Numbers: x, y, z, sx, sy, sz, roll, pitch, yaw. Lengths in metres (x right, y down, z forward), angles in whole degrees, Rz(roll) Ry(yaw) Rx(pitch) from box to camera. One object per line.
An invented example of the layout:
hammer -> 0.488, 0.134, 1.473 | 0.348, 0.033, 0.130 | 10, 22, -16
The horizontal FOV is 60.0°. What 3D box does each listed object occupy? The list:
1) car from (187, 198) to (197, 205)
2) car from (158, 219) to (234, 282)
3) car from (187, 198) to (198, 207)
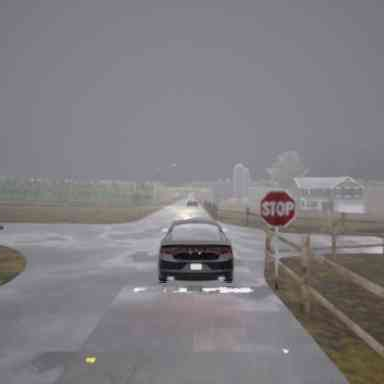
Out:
car -> -0.010, 2.128, 74.938 | 2.128, 1.511, 4.902 | 0, 0, 0
car -> 0.097, 1.539, 9.973 | 1.882, 1.535, 5.008 | 0, 0, 0
car -> 0.089, 1.974, 61.640 | 1.882, 1.535, 5.008 | 0, 0, 0
